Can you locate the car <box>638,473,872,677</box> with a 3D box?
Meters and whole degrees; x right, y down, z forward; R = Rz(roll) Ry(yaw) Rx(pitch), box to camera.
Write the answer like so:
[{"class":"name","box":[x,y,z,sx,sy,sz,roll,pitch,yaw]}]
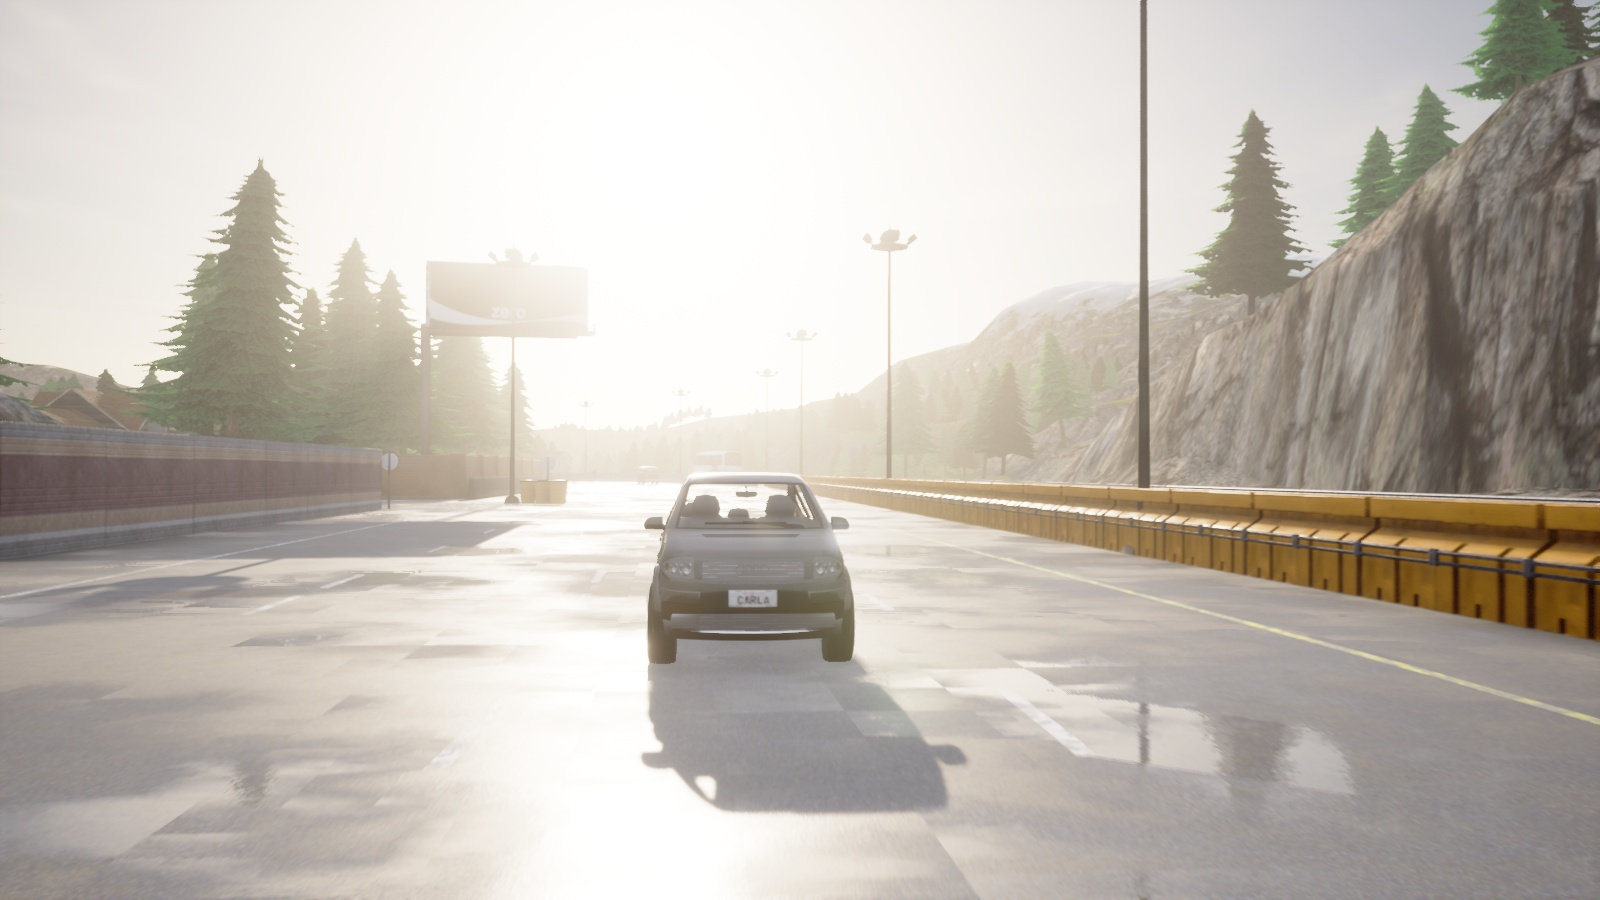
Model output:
[{"class":"car","box":[-0.505,0.988,11.501,1.789,1.549,3.705,0,-1,-5]}]
